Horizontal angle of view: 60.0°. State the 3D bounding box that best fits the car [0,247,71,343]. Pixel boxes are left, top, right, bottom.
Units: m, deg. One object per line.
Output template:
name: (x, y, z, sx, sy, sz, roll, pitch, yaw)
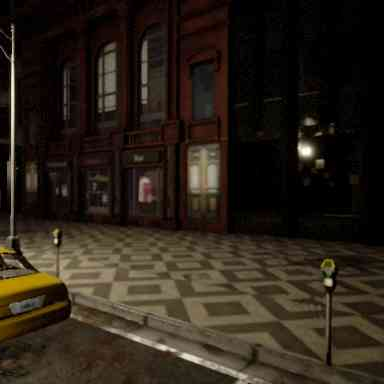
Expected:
car: (-4.135, 1.516, 5.909, 4.829, 1.417, 1.752, 0, 0, 35)
